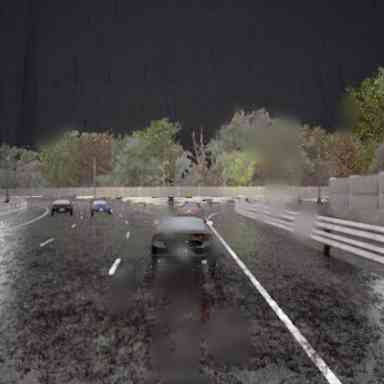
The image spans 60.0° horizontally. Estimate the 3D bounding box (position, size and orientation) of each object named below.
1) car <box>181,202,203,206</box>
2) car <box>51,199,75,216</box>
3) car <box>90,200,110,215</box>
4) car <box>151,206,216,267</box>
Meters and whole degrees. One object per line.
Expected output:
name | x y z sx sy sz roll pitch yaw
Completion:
car | -0.005 1.521 28.496 1.994 1.385 4.181 0 0 5
car | -12.711 1.463 32.862 1.882 1.535 5.008 0 0 -18
car | -9.320 1.500 33.713 1.812 1.442 4.674 0 0 -18
car | -0.283 1.461 11.414 1.882 1.535 5.008 0 0 -1
